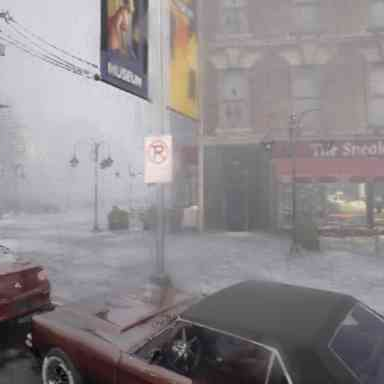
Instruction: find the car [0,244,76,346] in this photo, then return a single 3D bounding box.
[{"bbox_3d":[-4.608,1.521,5.963,4.674,1.452,2.002,0,0,26],"label":"car"}]
